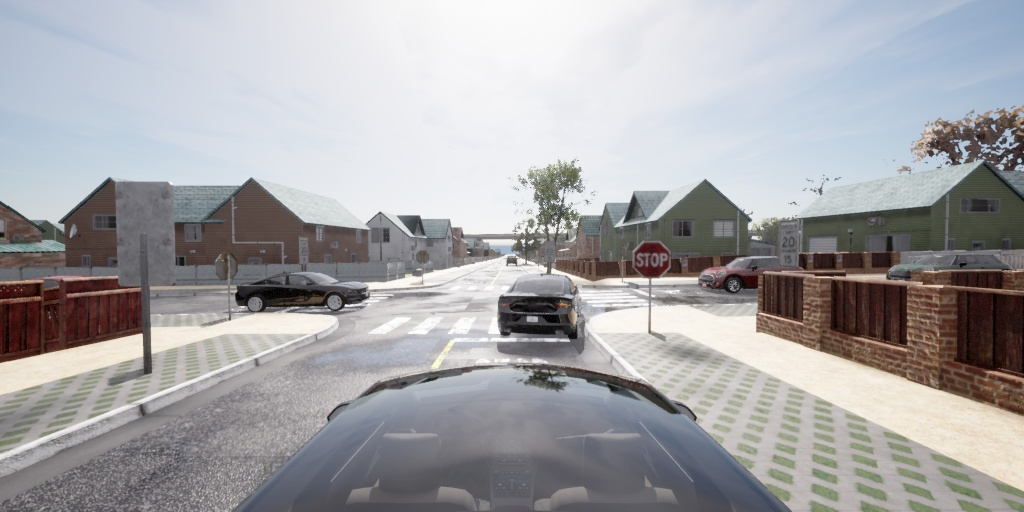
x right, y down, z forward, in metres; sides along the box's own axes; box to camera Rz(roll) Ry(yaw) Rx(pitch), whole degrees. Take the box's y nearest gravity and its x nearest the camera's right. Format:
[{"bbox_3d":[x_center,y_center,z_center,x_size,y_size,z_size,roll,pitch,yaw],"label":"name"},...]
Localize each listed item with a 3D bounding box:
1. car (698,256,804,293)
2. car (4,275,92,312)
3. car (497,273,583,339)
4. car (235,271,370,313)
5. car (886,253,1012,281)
[{"bbox_3d":[11.798,0.820,17.831,4.553,1.767,2.097,-1,2,0],"label":"car"},{"bbox_3d":[-18.028,1.546,14.671,5.008,1.535,1.882,-1,2,0],"label":"car"},{"bbox_3d":[0.954,1.224,10.216,1.882,1.535,5.008,0,0,12],"label":"car"},{"bbox_3d":[-8.475,1.377,14.738,5.008,1.535,1.882,-1,2,0],"label":"car"},{"bbox_3d":[21.693,0.646,17.907,4.553,1.767,2.097,-1,2,0],"label":"car"}]
